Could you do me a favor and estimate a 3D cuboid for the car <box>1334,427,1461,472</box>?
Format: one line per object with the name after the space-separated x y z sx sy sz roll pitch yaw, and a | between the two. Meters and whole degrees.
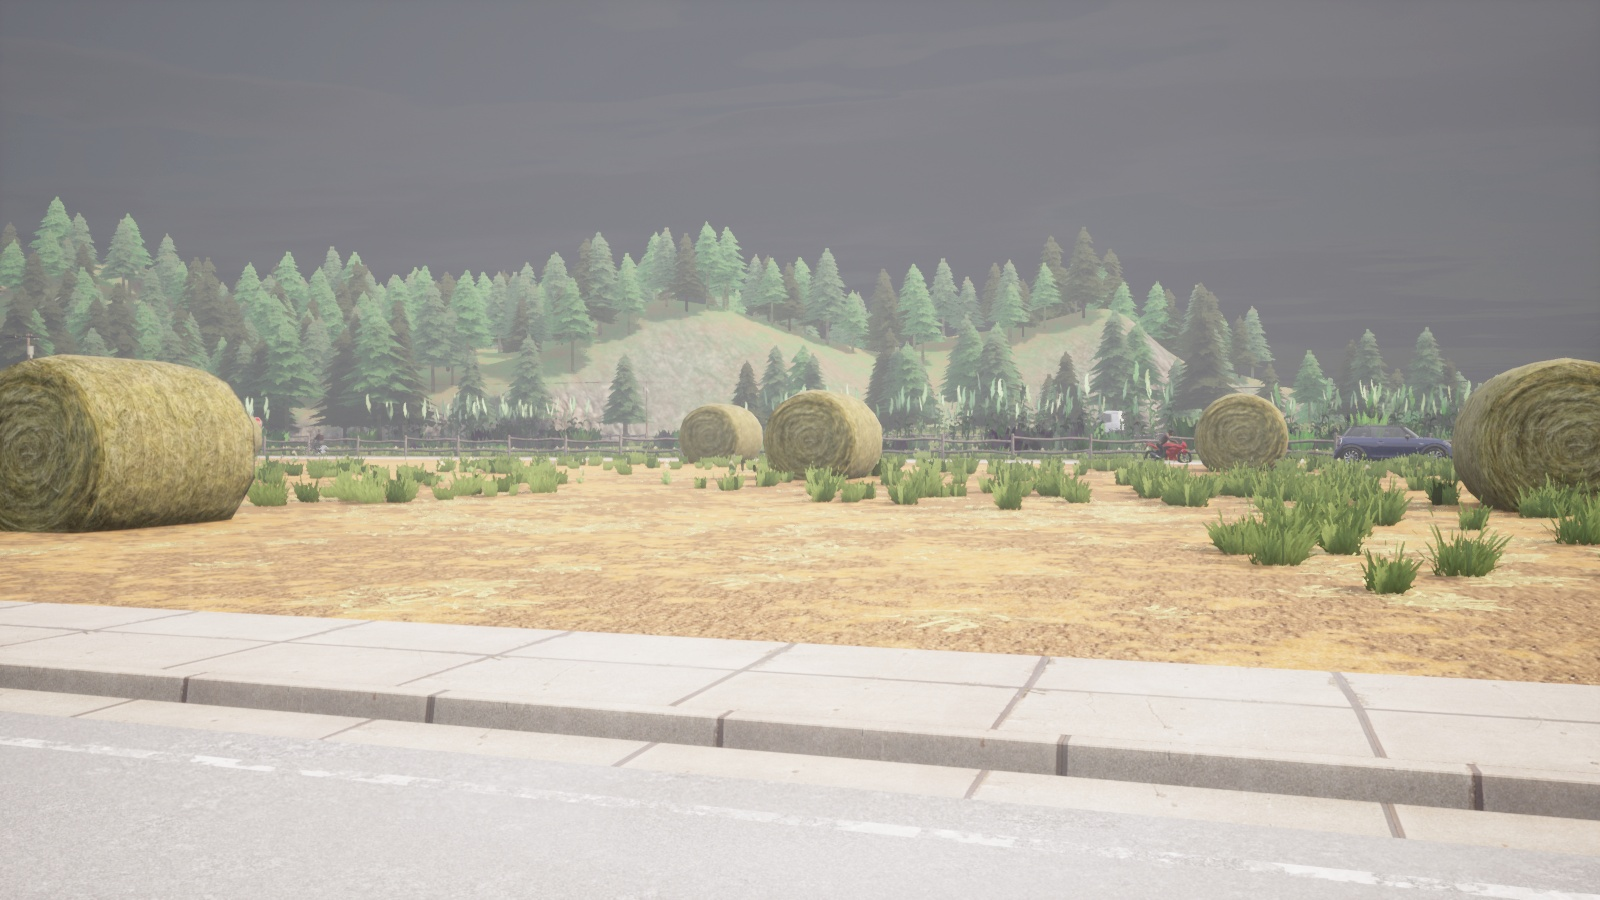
24.135 -0.049 50.938 4.553 1.767 2.097 1 1 23 | car

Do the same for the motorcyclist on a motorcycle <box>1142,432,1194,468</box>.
15.920 -0.009 54.335 2.044 1.523 0.797 1 1 22 | motorcyclist on a motorcycle
